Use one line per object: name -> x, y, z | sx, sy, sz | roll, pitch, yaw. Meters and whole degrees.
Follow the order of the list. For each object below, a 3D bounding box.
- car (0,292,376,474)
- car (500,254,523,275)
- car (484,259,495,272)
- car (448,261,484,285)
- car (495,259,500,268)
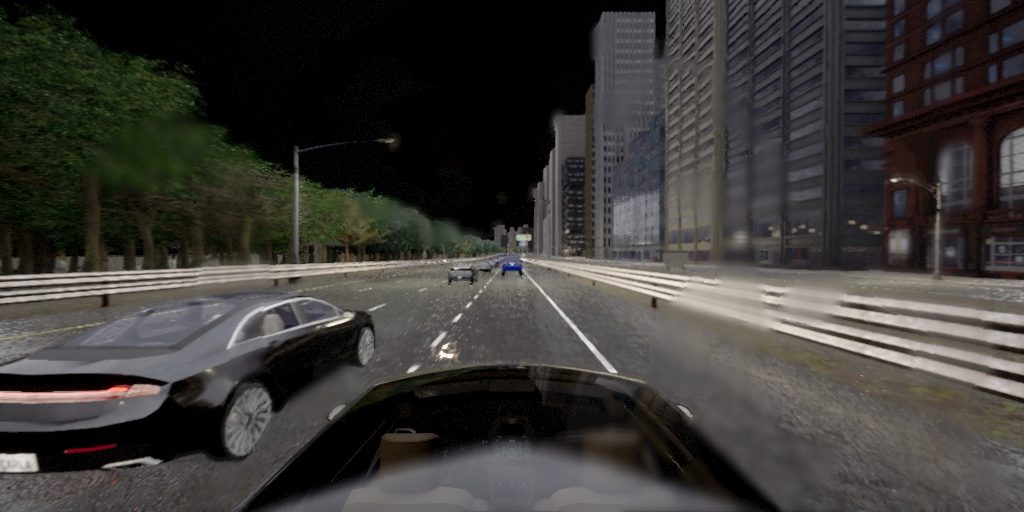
car -> -3.500, 1.244, 4.953 | 2.128, 1.511, 4.902 | 0, 0, 0
car -> 0.016, 1.029, 40.896 | 2.150, 2.045, 5.566 | 0, 0, 0
car -> -3.618, 1.386, 46.624 | 1.994, 1.385, 4.181 | 0, 0, 0
car -> -3.539, 1.271, 26.640 | 2.128, 1.511, 4.902 | 0, 0, 0
car -> -3.725, 1.436, 65.129 | 1.994, 1.385, 4.181 | 0, 0, 0
